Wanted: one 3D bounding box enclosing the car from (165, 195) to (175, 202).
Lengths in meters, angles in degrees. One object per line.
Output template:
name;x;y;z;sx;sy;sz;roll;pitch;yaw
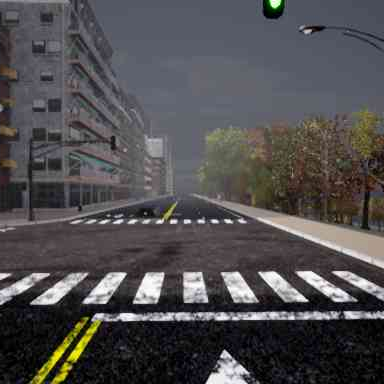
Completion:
car;-5.011;1.484;76.627;1.994;1.385;4.181;0;0;-1

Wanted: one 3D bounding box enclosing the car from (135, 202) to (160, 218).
car;-3.941;1.579;30.014;1.994;1.385;4.181;0;1;-1
